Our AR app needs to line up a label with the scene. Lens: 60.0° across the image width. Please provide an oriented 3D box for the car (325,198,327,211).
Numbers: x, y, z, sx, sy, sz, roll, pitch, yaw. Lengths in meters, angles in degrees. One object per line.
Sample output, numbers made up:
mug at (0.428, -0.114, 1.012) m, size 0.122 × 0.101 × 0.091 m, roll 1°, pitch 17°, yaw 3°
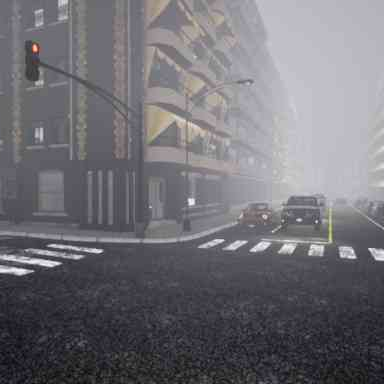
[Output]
car at (15.092, 1.216, 40.392) m, size 2.150 × 2.045 × 5.566 m, roll 0°, pitch 0°, yaw 23°

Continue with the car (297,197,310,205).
car at (19.323, 1.519, 57.324) m, size 1.752 × 1.417 × 4.829 m, roll 0°, pitch 0°, yaw 23°

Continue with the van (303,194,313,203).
van at (23.725, 1.332, 67.892) m, size 1.690 × 1.788 × 3.998 m, roll 0°, pitch 0°, yaw 23°

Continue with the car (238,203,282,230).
car at (4.210, 1.437, 21.045) m, size 1.967 × 1.590 × 4.097 m, roll 0°, pitch 0°, yaw 23°

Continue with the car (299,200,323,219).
car at (10.957, 1.501, 30.491) m, size 1.837 × 1.490 × 4.892 m, roll 0°, pitch 0°, yaw 23°

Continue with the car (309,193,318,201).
car at (32.398, 1.301, 88.713) m, size 2.192 × 1.841 × 5.009 m, roll 0°, pitch 0°, yaw 23°

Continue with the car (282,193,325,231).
car at (7.065, 1.218, 21.156) m, size 2.150 × 2.045 × 5.566 m, roll 0°, pitch 0°, yaw 23°

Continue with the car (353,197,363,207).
car at (24.954, 1.433, 49.049) m, size 1.967 × 1.590 × 4.097 m, roll 0°, pitch 0°, yaw 23°

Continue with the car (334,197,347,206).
car at (25.130, 1.557, 56.202) m, size 1.994 × 1.385 × 4.181 m, roll 0°, pitch 0°, yaw 23°

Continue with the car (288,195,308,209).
car at (15.051, 1.310, 47.071) m, size 2.192 × 1.841 × 5.009 m, roll 0°, pitch 0°, yaw 23°

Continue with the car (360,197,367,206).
car at (18.449, 1.540, 33.432) m, size 1.887 × 1.381 × 4.507 m, roll 0°, pitch 0°, yaw 23°

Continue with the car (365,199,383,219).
car at (16.281, 1.546, 28.228) m, size 2.008 × 1.369 × 4.403 m, roll 0°, pitch 0°, yaw 23°
